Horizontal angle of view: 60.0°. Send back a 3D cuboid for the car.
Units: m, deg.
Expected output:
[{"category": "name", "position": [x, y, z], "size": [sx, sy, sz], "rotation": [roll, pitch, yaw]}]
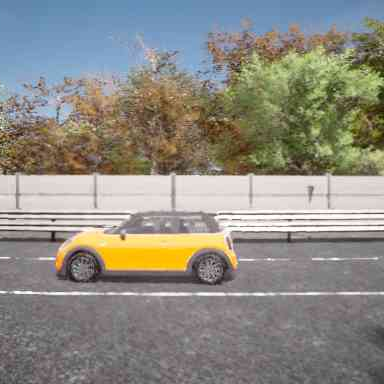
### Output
[{"category": "car", "position": [-1.129, 1.270, 8.806], "size": [4.553, 1.767, 2.097], "rotation": [0, 0, 3]}]
